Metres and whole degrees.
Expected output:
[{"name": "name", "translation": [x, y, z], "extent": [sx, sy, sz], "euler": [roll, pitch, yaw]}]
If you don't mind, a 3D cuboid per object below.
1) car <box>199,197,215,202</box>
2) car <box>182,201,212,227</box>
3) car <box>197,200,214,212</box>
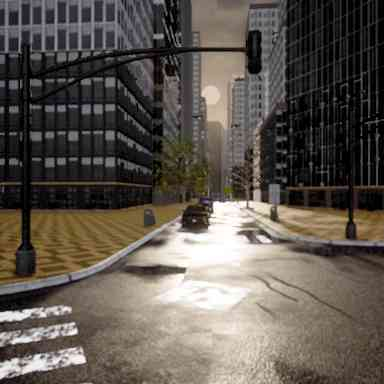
[{"name": "car", "translation": [1.929, 1.668, 45.988], "extent": [2.150, 2.045, 5.566], "euler": [0, -1, 4]}, {"name": "car", "translation": [0.341, 1.715, 25.168], "extent": [1.882, 1.535, 5.008], "euler": [0, -1, 4]}, {"name": "car", "translation": [1.119, 1.864, 35.358], "extent": [1.812, 1.442, 4.674], "euler": [0, -1, 4]}]
